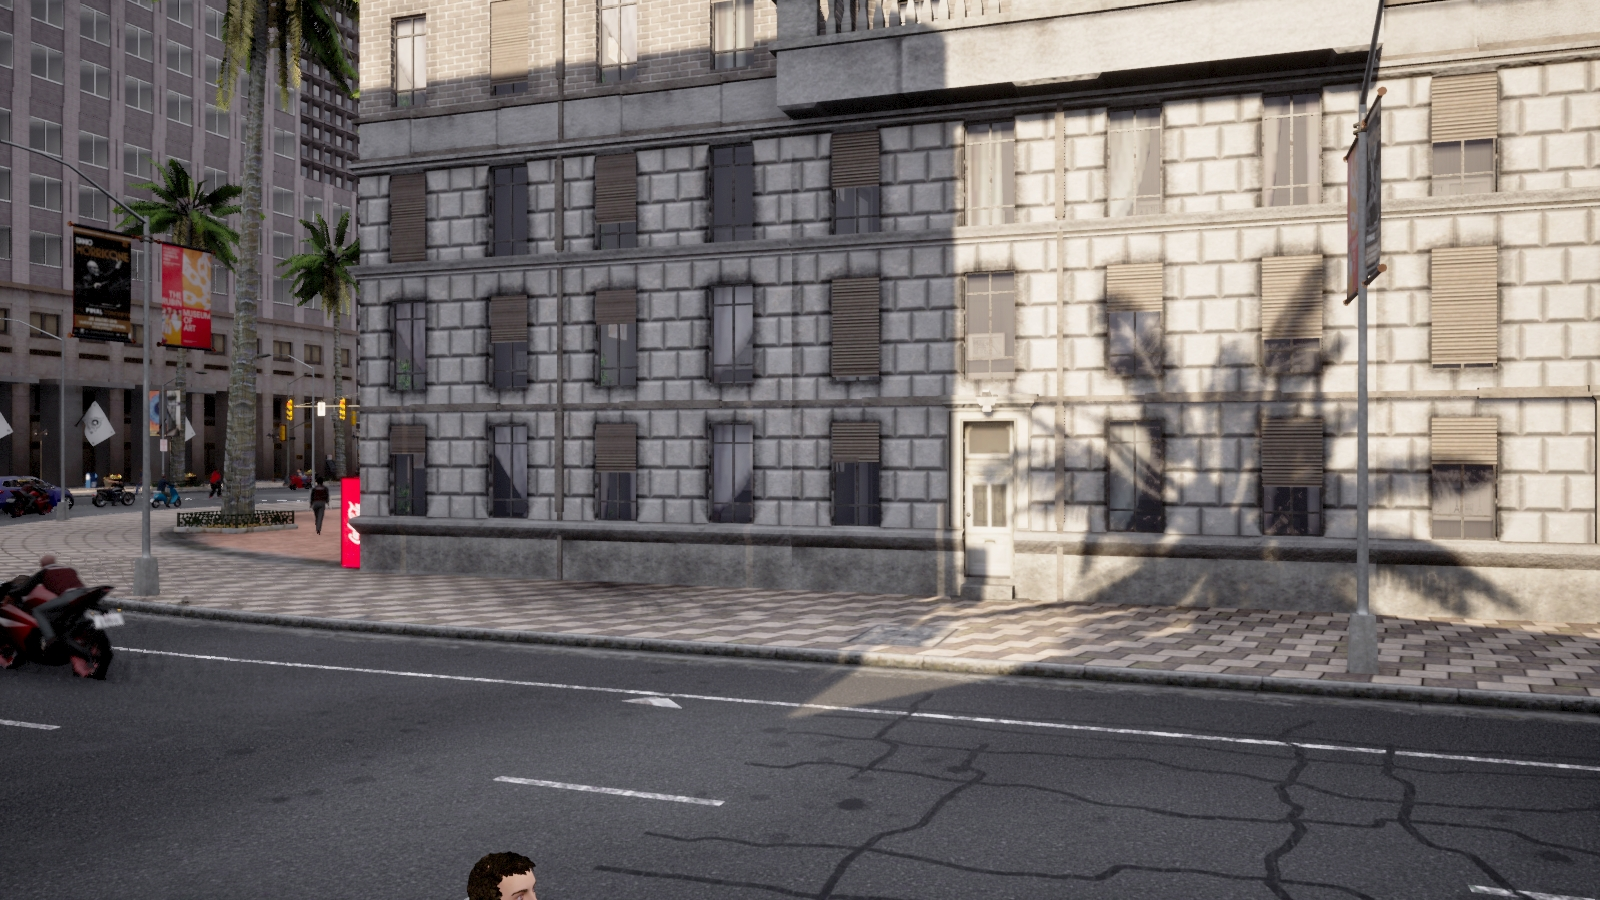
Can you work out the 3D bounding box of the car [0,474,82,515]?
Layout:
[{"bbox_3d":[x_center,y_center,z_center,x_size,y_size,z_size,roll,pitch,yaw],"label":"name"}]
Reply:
[{"bbox_3d":[-35.215,1.968,51.598,2.242,1.667,4.611,0,0,9],"label":"car"}]

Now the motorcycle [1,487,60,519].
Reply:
[{"bbox_3d":[-32.240,2.205,47.895,0.867,1.251,2.209,0,0,4],"label":"motorcycle"}]

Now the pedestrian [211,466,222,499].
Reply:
[{"bbox_3d":[-33.476,1.849,65.562,0.375,1.860,0.375,0,0,17],"label":"pedestrian"}]

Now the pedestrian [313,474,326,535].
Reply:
[{"bbox_3d":[-14.976,1.696,35.610,0.375,1.860,0.375,0,0,-20],"label":"pedestrian"}]

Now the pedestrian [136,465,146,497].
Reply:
[{"bbox_3d":[-39.185,1.849,67.915,0.375,1.860,0.375,0,0,10],"label":"pedestrian"}]

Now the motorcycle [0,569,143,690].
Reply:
[{"bbox_3d":[-9.388,2.205,14.303,2.209,1.251,0.867,0,0,24],"label":"motorcycle"}]

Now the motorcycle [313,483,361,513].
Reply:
[{"bbox_3d":[-21.134,2.170,52.239,0.764,1.277,2.356,0,0,16],"label":"motorcycle"}]

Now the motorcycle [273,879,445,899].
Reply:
[{"bbox_3d":[-1.030,2.213,3.640,2.033,1.145,0.803,0,0,20],"label":"motorcycle"}]
